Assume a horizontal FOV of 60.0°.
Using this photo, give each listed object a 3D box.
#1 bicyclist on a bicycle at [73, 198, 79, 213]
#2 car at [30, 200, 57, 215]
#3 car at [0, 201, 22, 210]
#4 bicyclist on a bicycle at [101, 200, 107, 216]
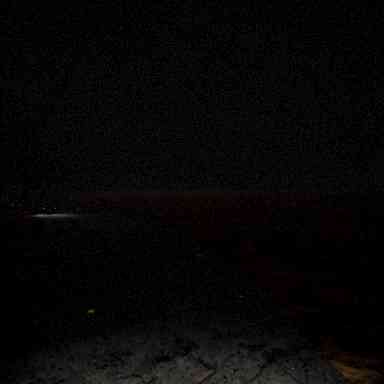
[{"bbox_3d":[-13.994,1.611,40.164,0.659,1.776,1.843,1,-1,-39],"label":"bicyclist on a bicycle"},{"bbox_3d":[-16.606,1.703,37.075,1.837,1.490,4.892,1,-1,-39],"label":"car"},{"bbox_3d":[-29.154,2.127,52.911,4.718,1.301,1.895,-1,-1,35],"label":"car"},{"bbox_3d":[-8.486,1.569,32.273,0.582,1.620,1.656,0,-1,-30],"label":"bicyclist on a bicycle"}]
